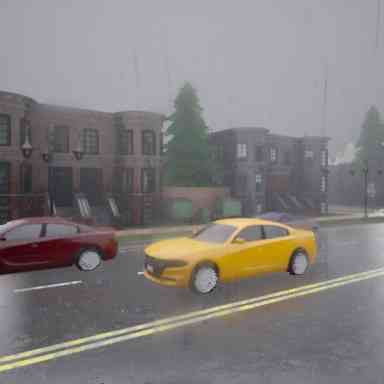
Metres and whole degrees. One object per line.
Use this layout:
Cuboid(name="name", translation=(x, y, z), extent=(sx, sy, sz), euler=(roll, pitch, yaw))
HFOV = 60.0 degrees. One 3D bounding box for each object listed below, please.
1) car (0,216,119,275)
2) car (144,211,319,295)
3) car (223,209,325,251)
Cuboid(name="car", translation=(-4.592, 1.475, 9.341), extent=(5.008, 1.535, 1.882), euler=(0, 0, -33))
Cuboid(name="car", translation=(1.159, 1.472, 8.871), extent=(5.008, 1.535, 1.882), euler=(0, 0, -33))
Cuboid(name="car", translation=(3.647, 1.553, 14.626), extent=(4.181, 1.385, 1.994), euler=(0, 0, -33))
